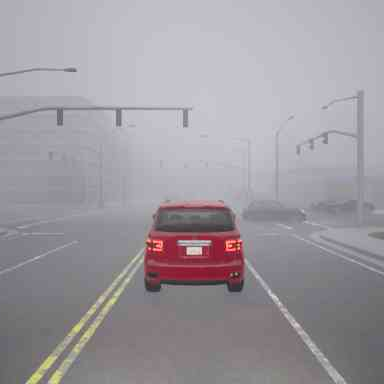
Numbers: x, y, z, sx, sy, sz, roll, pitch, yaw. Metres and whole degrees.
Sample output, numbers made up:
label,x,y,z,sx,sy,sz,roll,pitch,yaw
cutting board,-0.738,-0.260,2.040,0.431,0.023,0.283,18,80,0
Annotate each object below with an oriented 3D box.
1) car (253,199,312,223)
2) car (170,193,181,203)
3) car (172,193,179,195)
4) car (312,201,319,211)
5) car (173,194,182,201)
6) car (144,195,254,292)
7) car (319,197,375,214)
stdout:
label,x,y,z,sx,sy,sz,roll,pitch,yaw
car,6.020,1.347,24.605,4.553,1.767,2.097,0,0,2
car,-3.630,1.225,73.725,2.150,2.045,5.566,0,0,0
car,-3.677,1.352,54.854,2.097,1.767,4.553,0,0,0
car,16.090,1.352,38.609,4.553,1.767,2.097,0,0,0
car,-3.648,1.355,83.692,2.097,1.767,4.553,0,0,0
car,0.056,1.221,9.064,2.150,2.045,5.566,0,0,0
car,16.550,1.478,35.102,5.008,1.535,1.882,0,0,0
